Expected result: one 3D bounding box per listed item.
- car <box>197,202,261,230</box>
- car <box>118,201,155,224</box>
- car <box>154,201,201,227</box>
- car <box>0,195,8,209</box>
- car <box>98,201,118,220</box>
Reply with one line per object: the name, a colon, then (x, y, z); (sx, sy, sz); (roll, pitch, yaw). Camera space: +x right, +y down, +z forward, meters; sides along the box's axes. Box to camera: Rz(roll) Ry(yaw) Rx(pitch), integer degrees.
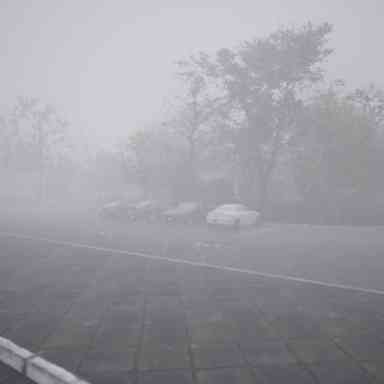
car: (2.637, 1.461, 20.657); (2.002, 1.452, 4.674); (0, 0, 36)
car: (-2.591, 1.399, 24.387); (2.231, 1.521, 4.892); (0, 0, 36)
car: (0.080, 1.410, 22.493); (2.097, 1.535, 5.008); (0, 0, 36)
car: (-25.037, 1.171, 40.466); (2.185, 1.767, 4.553); (0, 0, 35)
car: (-5.255, 1.426, 26.293); (2.002, 1.452, 4.674); (0, 0, 36)
